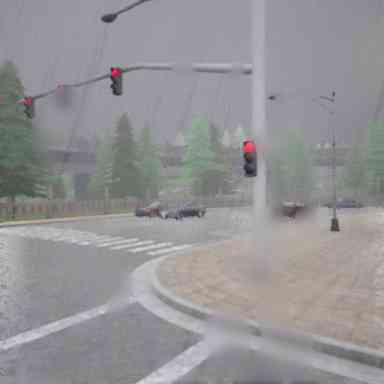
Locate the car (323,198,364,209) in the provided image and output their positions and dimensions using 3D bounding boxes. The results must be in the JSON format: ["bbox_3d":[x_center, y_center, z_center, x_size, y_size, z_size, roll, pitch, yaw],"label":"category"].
[{"bbox_3d":[20.275,1.559,44.432,5.357,1.411,2.033,0,0,-16],"label":"car"}]

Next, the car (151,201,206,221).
[{"bbox_3d":[-0.747,1.559,27.777,2.128,1.511,4.902,-1,0,37],"label":"car"}]

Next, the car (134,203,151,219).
[{"bbox_3d":[-3.068,1.571,30.498,1.882,1.535,5.008,-1,0,38],"label":"car"}]

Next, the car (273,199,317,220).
[{"bbox_3d":[8.672,1.491,28.524,1.882,1.535,5.008,-1,0,39],"label":"car"}]
